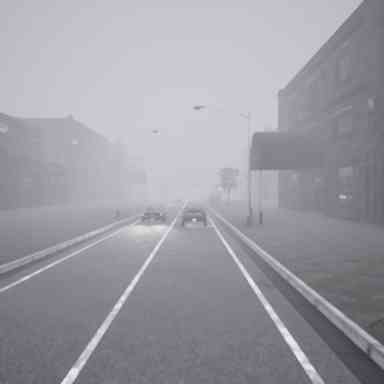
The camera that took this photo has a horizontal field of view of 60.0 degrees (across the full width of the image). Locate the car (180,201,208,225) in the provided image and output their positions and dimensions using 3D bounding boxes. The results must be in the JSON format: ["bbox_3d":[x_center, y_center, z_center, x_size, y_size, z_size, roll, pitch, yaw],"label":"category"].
[{"bbox_3d":[0.151,1.658,25.234,1.837,1.490,4.892,0,0,0],"label":"car"}]

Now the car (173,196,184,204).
[{"bbox_3d":[-2.852,1.572,70.087,2.097,1.767,4.553,0,0,0],"label":"car"}]

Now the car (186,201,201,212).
[{"bbox_3d":[0.191,1.811,43.057,1.895,1.301,4.718,0,0,0],"label":"car"}]

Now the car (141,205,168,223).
[{"bbox_3d":[-3.040,1.772,27.634,1.895,1.301,4.718,0,0,0],"label":"car"}]
